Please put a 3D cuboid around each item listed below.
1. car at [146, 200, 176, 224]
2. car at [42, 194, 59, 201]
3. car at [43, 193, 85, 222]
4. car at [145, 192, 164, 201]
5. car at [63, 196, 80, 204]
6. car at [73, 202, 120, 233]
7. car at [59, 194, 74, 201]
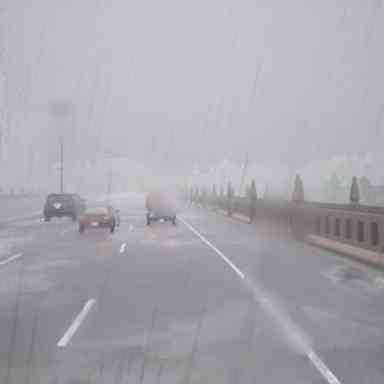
[{"bbox_3d":[-2.196,1.467,23.108,1.895,1.301,4.718,0,0,-7],"label":"car"},{"bbox_3d":[-29.812,1.202,70.338,2.033,1.411,5.357,0,0,-8],"label":"car"},{"bbox_3d":[-9.559,1.096,25.401,2.150,2.045,5.566,0,0,-8],"label":"car"},{"bbox_3d":[-4.668,0.983,41.696,2.150,2.045,5.566,0,0,-7],"label":"car"},{"bbox_3d":[-21.189,1.310,58.578,1.895,1.301,4.718,0,0,-7],"label":"car"},{"bbox_3d":[-5.207,1.425,19.077,1.812,1.442,4.674,0,0,-7],"label":"car"},{"bbox_3d":[-26.177,1.209,69.565,1.994,1.385,4.181,0,0,-8],"label":"car"}]
